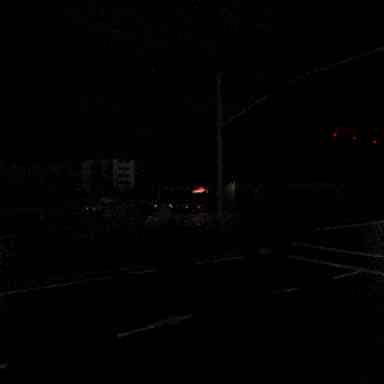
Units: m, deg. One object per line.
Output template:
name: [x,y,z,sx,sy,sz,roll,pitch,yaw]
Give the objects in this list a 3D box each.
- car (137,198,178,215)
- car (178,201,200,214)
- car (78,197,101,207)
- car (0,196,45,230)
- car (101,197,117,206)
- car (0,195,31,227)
car: [-3.770,1.359,33.372,2.097,1.767,4.553,0,0,-34]
car: [-1.111,1.608,35.688,1.895,1.301,4.718,0,0,-34]
car: [-16.652,1.501,52.717,2.128,1.511,4.902,0,0,-33]
car: [-10.491,1.155,17.942,4.605,1.855,1.932,0,0,-35]
car: [-13.924,1.534,54.939,1.812,1.442,4.674,0,0,-33]
car: [-12.119,1.158,20.336,3.866,1.878,1.905,0,0,-35]
